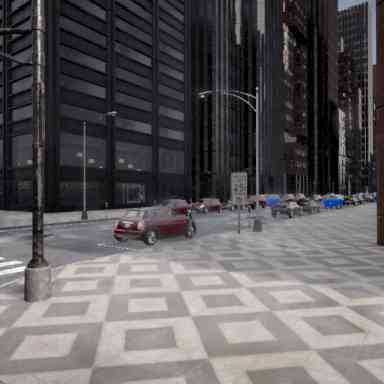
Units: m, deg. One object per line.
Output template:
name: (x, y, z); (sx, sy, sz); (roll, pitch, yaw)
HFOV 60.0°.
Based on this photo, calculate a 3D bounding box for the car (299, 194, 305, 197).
car: (17.764, 1.201, 56.623); (2.192, 1.841, 5.009); (0, 0, 36)

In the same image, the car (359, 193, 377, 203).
car: (34.522, 1.371, 65.318); (1.887, 1.381, 4.507); (0, 0, 36)

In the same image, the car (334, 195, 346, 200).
car: (37.420, 1.398, 83.945); (1.947, 1.339, 4.313); (0, 0, 36)

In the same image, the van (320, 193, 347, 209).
van: (18.143, 1.217, 42.552); (1.690, 1.788, 3.998); (0, 0, 36)

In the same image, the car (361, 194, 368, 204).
car: (27.970, 1.411, 56.212); (1.947, 1.339, 4.313); (0, 0, 36)

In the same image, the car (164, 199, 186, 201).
car: (-1.890, 1.397, 29.302); (1.967, 1.590, 4.097); (0, 0, 36)

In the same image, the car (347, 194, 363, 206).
car: (24.695, 1.421, 51.658); (1.947, 1.339, 4.313); (0, 0, 36)

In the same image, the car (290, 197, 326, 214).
car: (11.593, 1.466, 33.445); (1.947, 1.339, 4.313); (0, 0, 36)

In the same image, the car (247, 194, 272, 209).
car: (7.937, 1.234, 42.963); (2.192, 1.841, 5.009); (0, 0, 36)

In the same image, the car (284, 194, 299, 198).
car: (14.489, 1.211, 52.070); (2.192, 1.841, 5.009); (0, 0, 36)

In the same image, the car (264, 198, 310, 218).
car: (8.317, 1.463, 28.892); (2.008, 1.369, 4.403); (0, 0, 36)

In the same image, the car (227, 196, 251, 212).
car: (4.662, 1.482, 38.410); (2.008, 1.369, 4.403); (0, 0, 36)

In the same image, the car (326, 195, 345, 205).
car: (23.798, 1.338, 54.970); (1.882, 1.535, 5.008); (0, 0, 36)

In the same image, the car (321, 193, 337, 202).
car: (30.868, 1.163, 74.838); (2.192, 1.841, 5.009); (0, 0, 36)

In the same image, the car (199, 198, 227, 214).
car: (1.386, 1.384, 33.856); (1.967, 1.590, 4.097); (0, 0, 36)

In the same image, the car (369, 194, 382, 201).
car: (41.073, 1.249, 74.425); (1.967, 1.590, 4.097); (0, 0, 36)

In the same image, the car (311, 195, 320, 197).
car: (24.317, 1.306, 65.731); (1.967, 1.590, 4.097); (0, 0, 36)

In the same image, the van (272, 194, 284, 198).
van: (11.212, 1.248, 47.516); (1.690, 1.788, 3.998); (0, 0, 36)

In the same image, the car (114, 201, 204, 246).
car: (-1.510, 1.393, 15.233); (1.967, 1.590, 4.097); (0, 0, 36)

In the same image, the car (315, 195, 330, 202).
car: (27.593, 1.408, 70.285); (2.008, 1.369, 4.403); (0, 0, 36)
